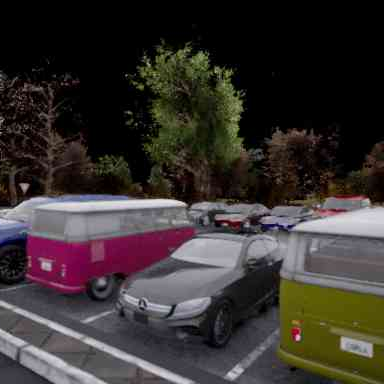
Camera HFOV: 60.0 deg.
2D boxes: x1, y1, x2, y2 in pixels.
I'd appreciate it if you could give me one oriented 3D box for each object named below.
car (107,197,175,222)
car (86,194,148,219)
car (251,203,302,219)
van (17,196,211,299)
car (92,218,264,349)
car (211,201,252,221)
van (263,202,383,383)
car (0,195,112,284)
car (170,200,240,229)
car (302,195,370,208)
[{"bbox_3d":[-3.708,1.241,25.104,2.097,1.535,5.008,1,1,35],"label":"car"},{"bbox_3d":[-5.919,1.072,26.648,2.185,1.767,4.553,1,1,35],"label":"car"},{"bbox_3d":[5.473,1.453,18.529,2.163,1.488,4.792,1,1,35],"label":"car"},{"bbox_3d":[-1.599,1.200,8.305,1.878,1.987,4.442,1,1,35],"label":"van"},{"bbox_3d":[0.632,1.511,6.575,2.002,1.452,4.674,1,1,35],"label":"car"},{"bbox_3d":[3.174,1.407,20.168,2.163,1.488,4.792,1,1,35],"label":"car"},{"bbox_3d":[2.904,1.286,5.095,1.878,1.987,4.442,1,0,35],"label":"van"},{"bbox_3d":[-3.983,1.129,9.826,2.435,2.045,5.566,1,1,35],"label":"car"},{"bbox_3d":[0.998,1.335,21.763,2.231,1.521,4.892,1,1,35],"label":"car"},{"bbox_3d":[7.776,1.217,16.888,2.435,2.045,5.566,1,1,35],"label":"car"}]
